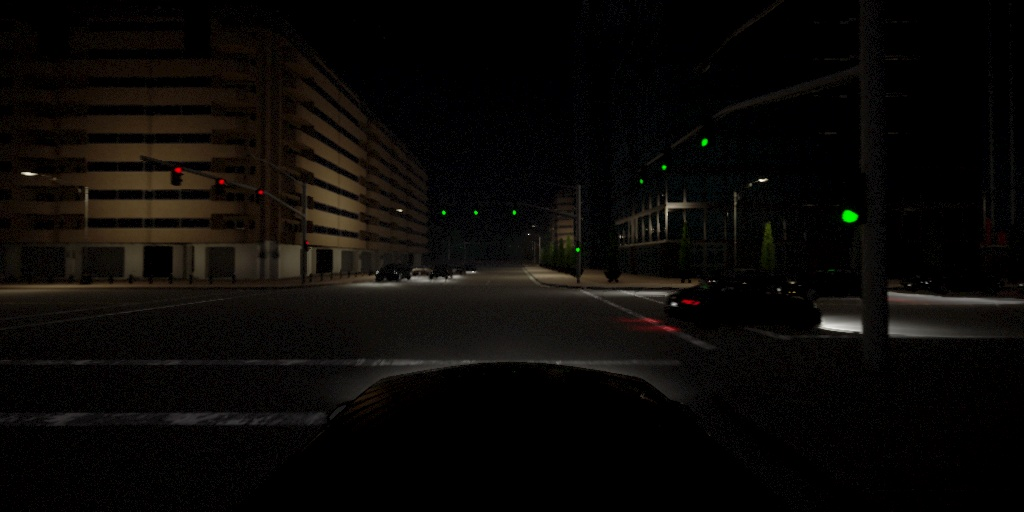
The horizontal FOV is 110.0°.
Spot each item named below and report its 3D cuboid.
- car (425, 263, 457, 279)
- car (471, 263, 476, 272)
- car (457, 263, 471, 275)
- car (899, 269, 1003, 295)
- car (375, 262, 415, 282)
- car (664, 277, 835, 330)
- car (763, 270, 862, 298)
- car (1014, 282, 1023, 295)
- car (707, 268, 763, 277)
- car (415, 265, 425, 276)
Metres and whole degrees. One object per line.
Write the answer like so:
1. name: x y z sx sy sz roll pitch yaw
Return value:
1. car: -7.420 1.633 38.051 1.837 1.490 4.892 0 -1 0
2. car: -7.121 1.924 60.206 1.994 1.385 4.181 0 -1 1
3. car: -7.326 1.728 48.415 2.128 1.511 4.902 0 -1 1
4. car: 26.617 1.526 21.830 4.892 1.490 1.837 0 -1 0
5. car: -10.964 1.432 33.401 2.097 1.767 4.553 0 -1 2
6. car: 7.098 1.493 11.290 4.181 1.385 1.994 0 -1 0
7. car: 16.087 1.487 18.365 4.892 1.490 1.837 0 -1 0
8. car: 29.179 1.585 18.321 4.718 1.301 1.895 0 -1 0
9. car: 13.992 1.510 21.872 4.902 1.511 2.128 0 -1 0
10. car: -10.881 1.796 44.514 1.895 1.301 4.718 0 -1 1
